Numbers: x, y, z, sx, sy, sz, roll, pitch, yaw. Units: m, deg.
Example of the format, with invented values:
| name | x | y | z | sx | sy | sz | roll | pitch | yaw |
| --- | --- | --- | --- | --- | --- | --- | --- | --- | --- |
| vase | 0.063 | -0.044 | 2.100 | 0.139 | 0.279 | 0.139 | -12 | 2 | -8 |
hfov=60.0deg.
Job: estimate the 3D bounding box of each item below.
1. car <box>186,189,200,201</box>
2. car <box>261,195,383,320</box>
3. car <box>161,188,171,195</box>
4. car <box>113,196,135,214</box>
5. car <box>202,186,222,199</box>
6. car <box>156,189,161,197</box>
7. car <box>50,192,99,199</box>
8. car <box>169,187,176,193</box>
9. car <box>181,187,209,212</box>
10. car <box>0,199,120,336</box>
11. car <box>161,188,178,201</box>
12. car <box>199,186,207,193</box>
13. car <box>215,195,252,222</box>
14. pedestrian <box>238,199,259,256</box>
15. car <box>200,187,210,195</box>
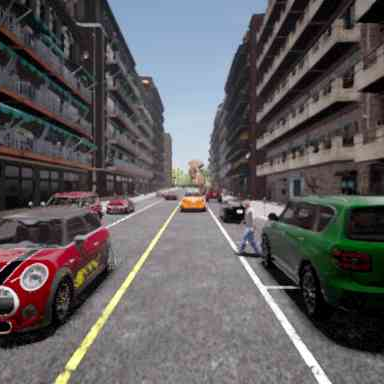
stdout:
| name | x | y | z | sx | sy | sz | roll | pitch | yaw |
| --- | --- | --- | --- | --- | --- | --- | --- | --- | --- |
| car | 0.165 | 0.424 | 47.168 | 1.882 | 1.535 | 5.008 | 0 | 1 | 0 |
| car | 3.014 | 1.063 | 7.100 | 2.150 | 2.045 | 5.566 | 0 | 1 | 0 |
| car | -5.544 | -0.056 | 71.053 | 1.752 | 1.417 | 4.829 | 1 | 1 | 0 |
| car | -5.629 | 0.982 | 26.691 | 1.802 | 1.307 | 4.206 | 1 | 1 | 0 |
| car | 2.786 | 0.347 | 43.336 | 2.192 | 1.841 | 5.009 | 1 | 1 | 0 |
| car | -5.565 | 0.211 | 60.090 | 2.008 | 1.369 | 4.403 | 1 | 1 | 0 |
| car | -5.647 | 0.963 | 15.552 | 2.192 | 1.841 | 5.009 | 1 | 1 | 0 |
| car | -5.502 | -0.544 | 93.318 | 1.752 | 1.417 | 4.829 | 1 | 1 | 0 |
| car | 0.128 | 0.698 | 29.101 | 2.097 | 1.767 | 4.553 | 0 | 1 | 0 |
| car | -3.087 | 1.197 | 6.737 | 2.097 | 1.767 | 4.553 | 0 | 1 | 0 |
| car | -2.985 | 0.522 | 48.297 | 1.895 | 1.301 | 4.718 | 0 | 1 | 0 |
| car | 2.871 | -0.633 | 87.869 | 2.192 | 1.841 | 5.009 | 1 | 1 | 0 |
| car | 2.741 | 1.093 | 21.075 | 1.947 | 1.339 | 4.313 | 1 | 1 | 0 |
| pedestrian | 1.750 | 1.060 | 10.301 | 0.375 | 1.860 | 0.375 | 1 | 0 | -3 |
| car | 2.837 | -0.142 | 71.172 | 1.967 | 1.590 | 4.097 | 1 | 1 | 0 |
